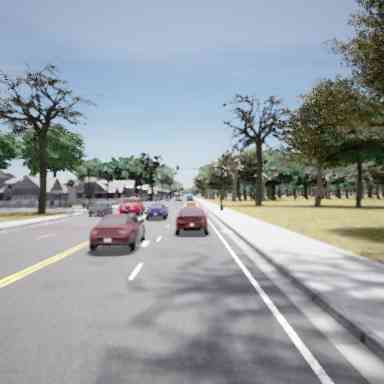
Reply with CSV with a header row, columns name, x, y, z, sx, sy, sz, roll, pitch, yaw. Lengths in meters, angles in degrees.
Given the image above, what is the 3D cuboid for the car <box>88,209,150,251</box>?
name,x,y,z,sx,sy,sz,roll,pitch,yaw
car,-3.221,1.691,14.929,1.812,1.442,4.674,0,-1,0

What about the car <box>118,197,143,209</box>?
name,x,y,z,sx,sy,sz,roll,pitch,yaw
car,-6.772,1.628,37.622,2.150,2.045,5.566,0,-1,0

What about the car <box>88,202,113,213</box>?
name,x,y,z,sx,sy,sz,roll,pitch,yaw
car,-10.019,1.920,36.759,1.837,1.490,4.892,0,-1,0

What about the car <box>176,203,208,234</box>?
name,x,y,z,sx,sy,sz,roll,pitch,yaw
car,-0.012,1.684,20.818,1.882,1.535,5.008,0,-1,0

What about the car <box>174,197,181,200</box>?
name,x,y,z,sx,sy,sz,roll,pitch,yaw
car,-3.765,2.072,91.698,2.097,1.767,4.553,0,0,0

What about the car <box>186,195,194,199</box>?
name,x,y,z,sx,sy,sz,roll,pitch,yaw
car,-0.514,1.904,91.362,2.150,2.045,5.566,0,0,0

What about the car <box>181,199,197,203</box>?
name,x,y,z,sx,sy,sz,roll,pitch,yaw
car,-0.108,1.845,37.615,1.882,1.535,5.008,0,-1,0

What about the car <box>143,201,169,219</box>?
name,x,y,z,sx,sy,sz,roll,pitch,yaw
car,-3.320,1.861,32.392,1.812,1.442,4.674,0,-1,0
